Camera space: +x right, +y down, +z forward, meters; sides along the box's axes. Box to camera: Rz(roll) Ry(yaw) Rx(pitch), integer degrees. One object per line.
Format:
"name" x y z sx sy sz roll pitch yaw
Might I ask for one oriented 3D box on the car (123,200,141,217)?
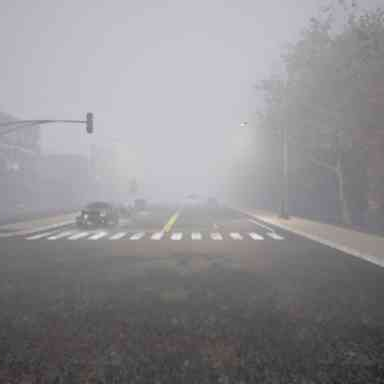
"car" -6.603 1.708 32.821 1.895 1.301 4.718 0 0 0

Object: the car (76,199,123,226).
"car" -6.603 1.430 23.664 2.097 1.767 4.553 0 0 0

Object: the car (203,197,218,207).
"car" 3.344 1.684 55.572 1.837 1.490 4.892 0 0 0

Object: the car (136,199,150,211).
"car" -6.590 1.644 42.891 1.837 1.490 4.892 0 0 0

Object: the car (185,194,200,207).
"car" 0.091 1.400 55.239 2.150 2.045 5.566 0 0 0

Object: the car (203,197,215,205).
"car" 3.241 1.704 65.761 2.128 1.511 4.902 0 0 0

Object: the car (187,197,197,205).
"car" -0.009 1.758 65.881 2.033 1.411 5.357 0 0 0
